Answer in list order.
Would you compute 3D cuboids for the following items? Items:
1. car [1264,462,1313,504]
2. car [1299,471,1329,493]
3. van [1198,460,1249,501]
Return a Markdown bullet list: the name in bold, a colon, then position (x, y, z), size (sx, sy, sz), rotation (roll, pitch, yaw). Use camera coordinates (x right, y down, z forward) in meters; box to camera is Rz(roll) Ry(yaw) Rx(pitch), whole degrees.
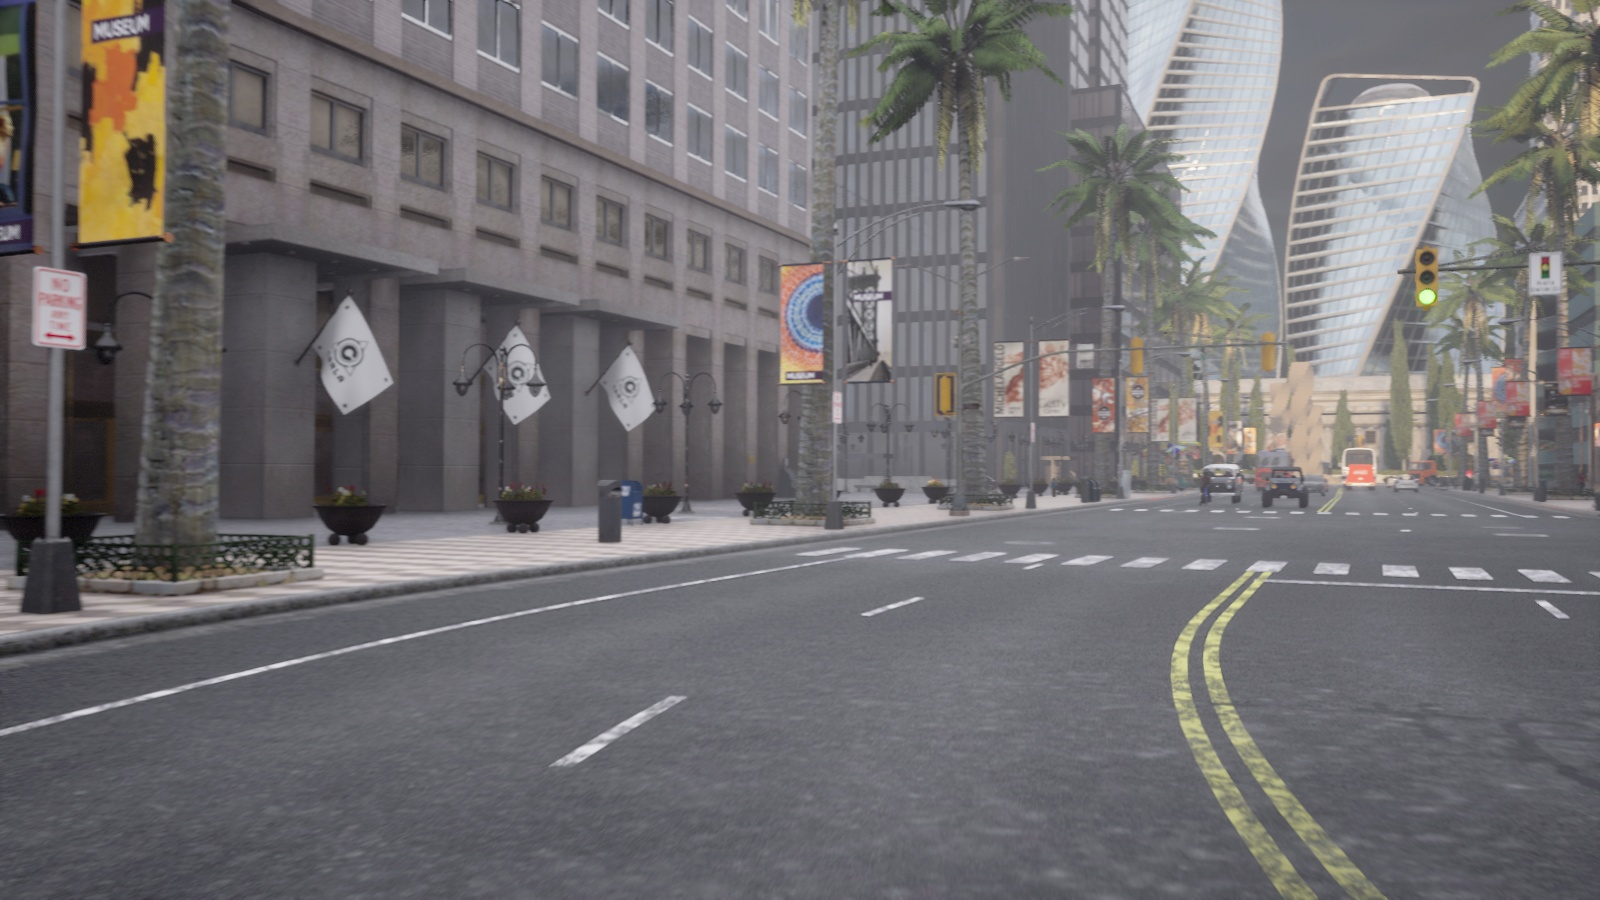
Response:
- **car**: position (22.709, 1.527, 58.360), size (1.905, 1.878, 3.866), rotation (-1, -1, 24)
- **car**: position (35.778, 2.186, 87.375), size (1.837, 1.490, 4.892), rotation (-1, -1, 24)
- **van**: position (22.292, 1.581, 65.957), size (2.069, 2.038, 4.480), rotation (-1, -1, 24)
